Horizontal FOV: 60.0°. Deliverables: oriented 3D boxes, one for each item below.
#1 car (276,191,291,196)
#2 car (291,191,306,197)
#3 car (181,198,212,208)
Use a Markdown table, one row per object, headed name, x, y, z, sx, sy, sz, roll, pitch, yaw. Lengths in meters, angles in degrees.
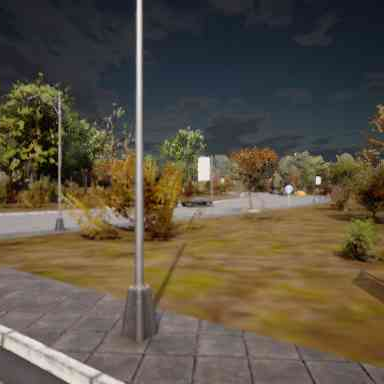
| name | x | y | z | sx | sy | sz | roll | pitch | yaw |
| --- | --- | --- | --- | --- | --- | --- | --- | --- | --- |
| car | 24.477 | 0.434 | 87.927 | 1.994 | 1.385 | 4.181 | 0 | 1 | 1 |
| car | 27.865 | 0.396 | 85.962 | 1.882 | 1.535 | 5.008 | 0 | 1 | 1 |
| car | 0.643 | 1.470 | 45.241 | 1.895 | 1.301 | 4.718 | 0 | 1 | 39 |
